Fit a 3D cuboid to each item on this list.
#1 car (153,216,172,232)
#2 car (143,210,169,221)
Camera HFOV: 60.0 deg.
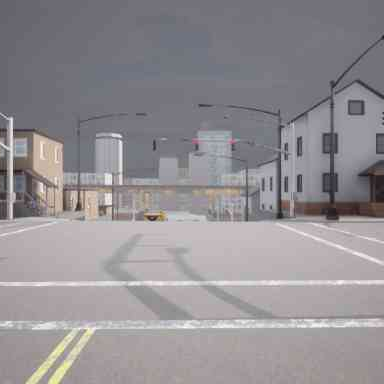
[{"bbox_3d":[-3.776,4.235,43.667,2.128,1.511,4.902,0,-13,-1],"label":"car"},{"bbox_3d":[-3.670,2.536,33.444,1.882,1.535,5.008,0,-9,1],"label":"car"}]
